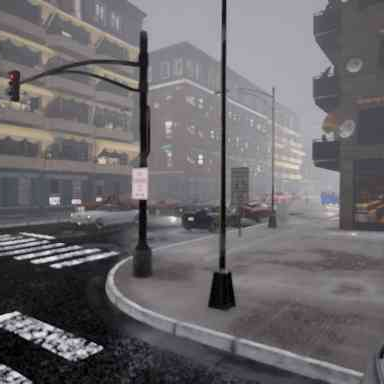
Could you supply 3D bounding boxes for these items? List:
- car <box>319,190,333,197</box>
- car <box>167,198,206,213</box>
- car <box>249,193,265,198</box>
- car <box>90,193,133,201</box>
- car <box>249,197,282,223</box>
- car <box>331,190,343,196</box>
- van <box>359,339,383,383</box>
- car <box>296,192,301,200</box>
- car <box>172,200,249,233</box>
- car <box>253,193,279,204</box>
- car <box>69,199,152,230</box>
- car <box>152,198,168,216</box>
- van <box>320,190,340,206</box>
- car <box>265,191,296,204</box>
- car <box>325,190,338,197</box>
[{"bbox_3d":[29.471,0.367,73.150,1.887,1.381,4.507,2,2,35],"label":"car"},{"bbox_3d":[0.262,1.193,26.999,1.994,1.385,4.181,1,1,34],"label":"car"},{"bbox_3d":[5.502,1.003,34.444,1.837,1.490,4.892,1,1,35],"label":"car"},{"bbox_3d":[-5.695,1.020,22.966,2.192,1.841,5.009,2,2,35],"label":"car"},{"bbox_3d":[4.339,1.277,22.693,1.802,1.307,4.206,2,2,35],"label":"car"},{"bbox_3d":[35.865,0.244,82.274,1.802,1.307,4.206,2,2,35],"label":"car"},{"bbox_3d":[2.637,1.342,0.986,3.998,1.788,1.690,0,0,35],"label":"van"},{"bbox_3d":[16.682,0.708,54.904,1.947,1.339,4.313,2,2,35],"label":"car"},{"bbox_3d":[1.142,1.342,18.131,1.947,1.339,4.313,2,2,35],"label":"car"},{"bbox_3d":[10.288,0.869,45.780,1.947,1.339,4.313,2,2,35],"label":"car"},{"bbox_3d":[-4.819,1.359,19.725,1.895,1.301,4.718,1,1,35],"label":"car"},{"bbox_3d":[-2.501,1.169,27.534,1.887,1.381,4.507,2,2,35],"label":"car"},{"bbox_3d":[17.130,0.715,40.935,1.690,1.788,3.998,2,2,35],"label":"van"},{"bbox_3d":[11.192,0.708,42.515,2.097,1.767,4.553,1,1,35],"label":"car"},{"bbox_3d":[32.667,0.324,77.712,1.802,1.307,4.206,2,2,35],"label":"car"}]
